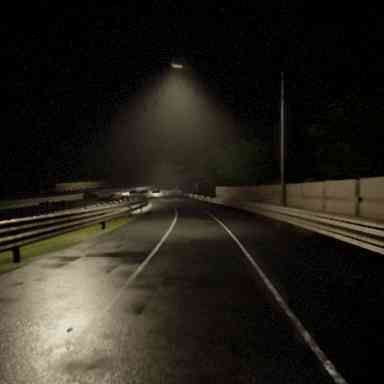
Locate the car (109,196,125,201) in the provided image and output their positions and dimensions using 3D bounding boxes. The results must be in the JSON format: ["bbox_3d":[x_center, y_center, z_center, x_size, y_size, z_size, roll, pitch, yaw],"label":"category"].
[{"bbox_3d":[-17.856,1.591,80.744,1.895,1.301,4.718,1,3,8],"label":"car"}]

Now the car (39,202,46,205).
[{"bbox_3d":[-27.320,2.044,63.448,2.128,1.511,4.902,1,2,8],"label":"car"}]

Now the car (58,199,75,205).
[{"bbox_3d":[-23.852,2.060,62.975,1.837,1.490,4.892,1,2,8],"label":"car"}]

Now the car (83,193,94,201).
[{"bbox_3d":[-24.789,1.137,81.670,2.150,2.045,5.566,1,3,8],"label":"car"}]

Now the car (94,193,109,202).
[{"bbox_3d":[-21.327,1.480,81.183,2.128,1.511,4.902,1,3,8],"label":"car"}]
